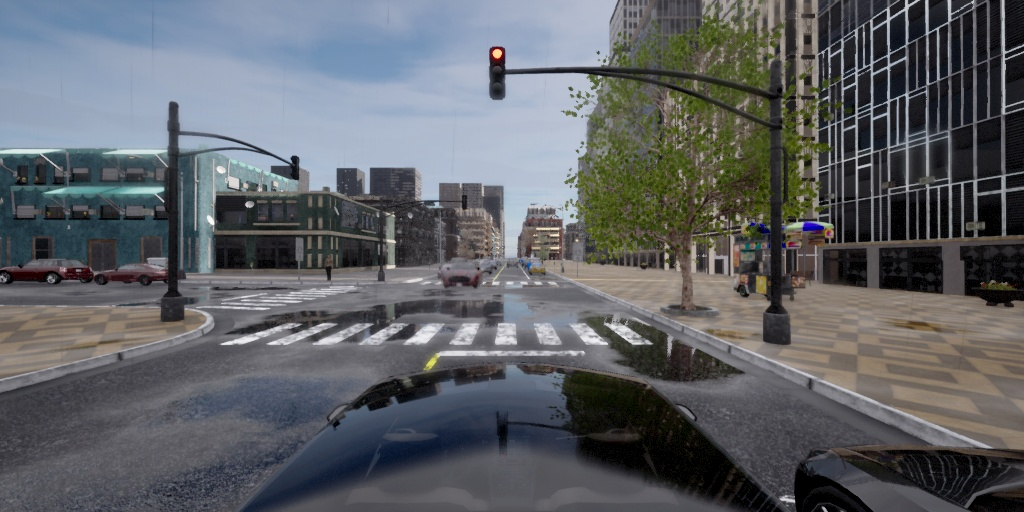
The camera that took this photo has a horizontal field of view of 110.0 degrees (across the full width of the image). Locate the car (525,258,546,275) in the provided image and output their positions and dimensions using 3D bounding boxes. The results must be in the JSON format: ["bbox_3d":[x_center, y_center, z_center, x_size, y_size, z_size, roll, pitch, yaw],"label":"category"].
[{"bbox_3d":[2.689,1.278,38.703,1.751,1.417,4.829,0,0,0],"label":"car"}]

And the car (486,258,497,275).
[{"bbox_3d":[-3.094,1.245,38.739,2.128,1.511,4.902,0,0,0],"label":"car"}]

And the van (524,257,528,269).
[{"bbox_3d":[2.688,1.094,44.085,1.690,1.789,3.998,0,0,0],"label":"van"}]

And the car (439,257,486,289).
[{"bbox_3d":[-3.099,1.102,23.314,2.097,1.767,4.553,0,0,0],"label":"car"}]

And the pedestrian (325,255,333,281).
[{"bbox_3d":[-12.751,0.788,24.984,0.375,1.860,0.375,0,-1,-1],"label":"pedestrian"}]

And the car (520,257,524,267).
[{"bbox_3d":[2.687,1.305,55.187,2.007,1.370,4.403,0,0,0],"label":"car"}]

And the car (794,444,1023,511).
[{"bbox_3d":[2.691,1.316,0.504,1.948,1.339,4.313,0,0,0],"label":"car"}]

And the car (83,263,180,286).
[{"bbox_3d":[-22.822,1.090,21.892,4.207,1.307,1.802,0,0,-1],"label":"car"}]

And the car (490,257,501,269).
[{"bbox_3d":[-3.075,1.301,52.379,2.033,1.411,5.357,0,0,1],"label":"car"}]

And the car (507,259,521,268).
[{"bbox_3d":[0.097,1.247,63.569,2.128,1.511,4.902,0,0,0],"label":"car"}]

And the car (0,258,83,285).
[{"bbox_3d":[-28.370,0.879,21.814,4.097,1.591,1.967,0,0,-1],"label":"car"}]
